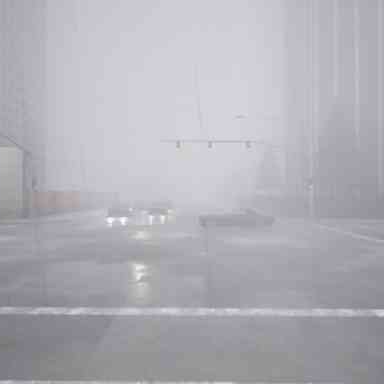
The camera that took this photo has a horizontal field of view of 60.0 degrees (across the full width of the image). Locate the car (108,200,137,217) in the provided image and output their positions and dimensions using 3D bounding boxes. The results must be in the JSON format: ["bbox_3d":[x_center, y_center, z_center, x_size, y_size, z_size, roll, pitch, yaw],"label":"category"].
[{"bbox_3d":[-7.144,1.761,33.545,1.994,1.385,4.181,0,0,-1],"label":"car"}]

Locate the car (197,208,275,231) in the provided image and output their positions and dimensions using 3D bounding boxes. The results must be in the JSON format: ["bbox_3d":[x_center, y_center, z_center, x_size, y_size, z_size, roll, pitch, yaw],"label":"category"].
[{"bbox_3d":[2.675,1.703,21.059,4.718,1.301,1.895,0,0,0],"label":"car"}]

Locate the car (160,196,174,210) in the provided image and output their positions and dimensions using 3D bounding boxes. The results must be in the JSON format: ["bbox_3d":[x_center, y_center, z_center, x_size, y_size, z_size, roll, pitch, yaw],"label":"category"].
[{"bbox_3d":[-3.641,1.774,48.062,2.128,1.511,4.902,0,0,0],"label":"car"}]

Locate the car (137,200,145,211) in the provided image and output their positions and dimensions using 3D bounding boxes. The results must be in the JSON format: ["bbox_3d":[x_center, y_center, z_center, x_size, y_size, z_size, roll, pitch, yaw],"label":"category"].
[{"bbox_3d":[-7.146,1.796,45.876,1.812,1.442,4.674,0,0,0],"label":"car"}]

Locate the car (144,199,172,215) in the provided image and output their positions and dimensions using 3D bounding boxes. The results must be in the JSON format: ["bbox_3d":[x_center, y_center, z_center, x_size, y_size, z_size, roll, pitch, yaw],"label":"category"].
[{"bbox_3d":[-3.643,1.764,36.975,2.033,1.411,5.357,0,0,0],"label":"car"}]
